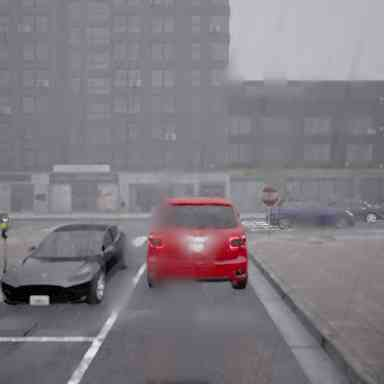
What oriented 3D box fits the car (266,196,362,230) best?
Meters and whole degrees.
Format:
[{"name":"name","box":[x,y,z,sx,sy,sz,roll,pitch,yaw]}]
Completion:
[{"name":"car","box":[6.517,1.130,18.510,4.553,1.767,2.097,0,1,0]}]

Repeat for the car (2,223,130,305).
[{"name":"car","box":[-2.635,1.477,7.923,1.947,1.339,4.313,0,1,0]}]

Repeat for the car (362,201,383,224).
[{"name":"car","box":[9.691,1.236,21.460,4.892,1.490,1.837,0,1,0]}]

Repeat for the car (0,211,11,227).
[{"name":"car","box":[-12.740,1.328,18.529,4.892,1.490,1.837,0,1,0]}]

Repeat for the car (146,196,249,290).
[{"name":"car","box":[0.153,1.120,8.989,2.150,2.045,5.566,0,1,1]}]
